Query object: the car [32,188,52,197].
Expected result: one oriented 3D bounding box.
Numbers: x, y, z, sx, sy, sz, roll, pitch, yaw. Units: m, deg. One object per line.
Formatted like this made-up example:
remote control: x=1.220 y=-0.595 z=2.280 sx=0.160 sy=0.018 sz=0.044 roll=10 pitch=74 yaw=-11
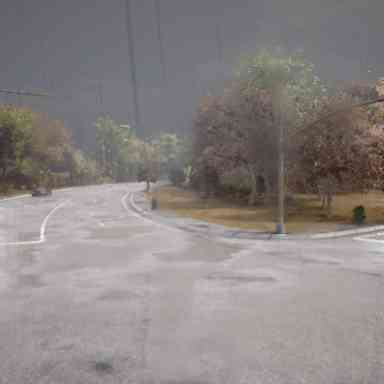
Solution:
car: x=-22.237 y=0.037 z=49.393 sx=1.994 sy=1.385 sz=4.181 roll=0 pitch=3 yaw=-8
